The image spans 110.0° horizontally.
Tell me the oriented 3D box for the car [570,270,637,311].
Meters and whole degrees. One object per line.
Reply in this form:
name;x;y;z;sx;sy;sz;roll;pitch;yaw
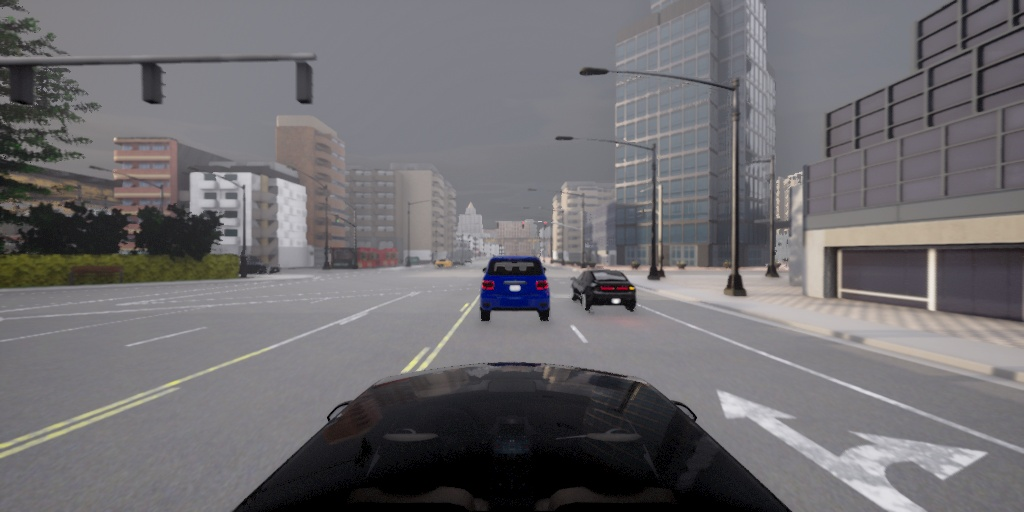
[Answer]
car;3.611;1.294;14.772;1.837;1.490;4.892;0;0;1

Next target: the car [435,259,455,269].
car;-10.553;1.127;55.388;1.882;1.535;5.008;0;0;0

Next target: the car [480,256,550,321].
car;0.095;1.011;12.847;2.150;2.045;5.566;0;0;0

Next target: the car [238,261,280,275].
car;-25.821;1.232;36.134;4.181;1.385;1.994;0;0;1
